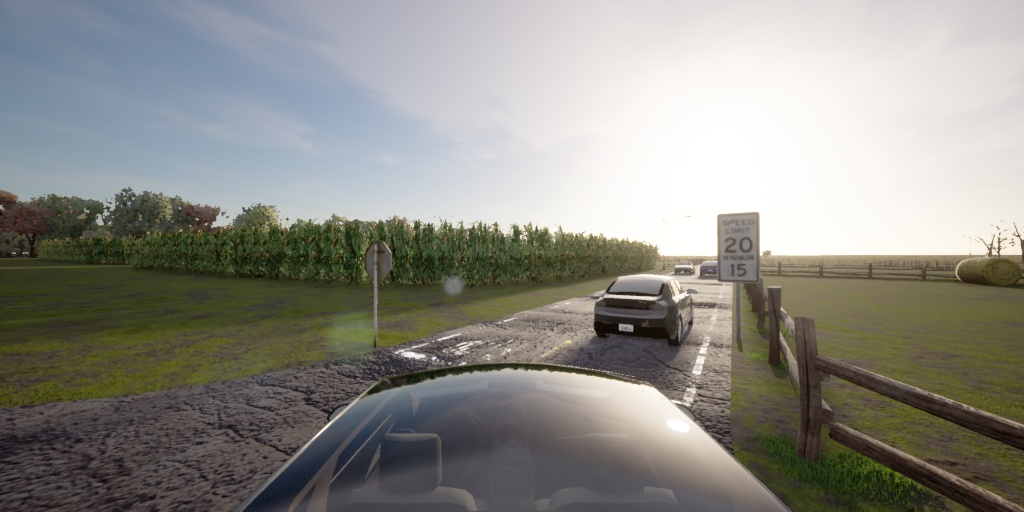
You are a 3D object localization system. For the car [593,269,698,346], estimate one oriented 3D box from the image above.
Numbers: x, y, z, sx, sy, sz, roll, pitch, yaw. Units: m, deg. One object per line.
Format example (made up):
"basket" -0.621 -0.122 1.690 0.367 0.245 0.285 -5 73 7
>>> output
"car" 3.659 1.257 9.571 1.837 1.490 4.892 0 0 32

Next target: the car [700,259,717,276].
"car" 20.173 1.237 36.224 1.882 1.535 5.008 0 0 32

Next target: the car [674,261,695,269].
"car" 19.808 1.323 40.971 2.033 1.411 5.357 0 0 32
